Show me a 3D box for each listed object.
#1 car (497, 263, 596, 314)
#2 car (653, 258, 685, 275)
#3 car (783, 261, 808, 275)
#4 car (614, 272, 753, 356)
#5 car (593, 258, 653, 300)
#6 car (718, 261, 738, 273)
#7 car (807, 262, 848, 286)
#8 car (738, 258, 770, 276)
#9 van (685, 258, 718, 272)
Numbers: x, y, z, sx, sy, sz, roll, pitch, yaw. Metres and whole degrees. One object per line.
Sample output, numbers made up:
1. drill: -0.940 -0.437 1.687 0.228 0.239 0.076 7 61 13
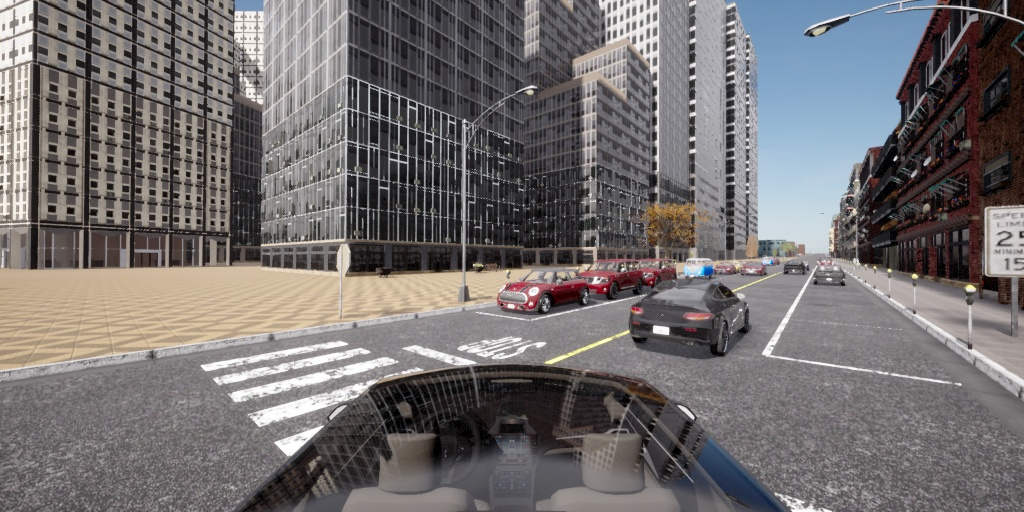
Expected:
1. car: 1.273 1.193 13.778 1.967 1.591 4.097 0 0 41
2. car: 8.670 1.070 22.311 2.192 1.841 5.009 0 0 41
3. car: 31.163 1.249 39.437 1.837 1.490 4.892 0 0 41
4. car: 4.405 1.278 8.705 1.812 1.442 4.674 0 0 41
5. car: 4.971 1.069 18.044 2.192 1.841 5.009 0 0 41
6. car: 23.466 1.331 39.377 1.802 1.307 4.207 0 0 41
7. car: 22.413 1.304 25.369 2.007 1.370 4.403 0 0 41
8. car: 25.197 1.275 37.268 1.812 1.442 4.674 0 0 41
9. van: 16.068 1.095 30.844 1.690 1.789 3.998 0 0 41
